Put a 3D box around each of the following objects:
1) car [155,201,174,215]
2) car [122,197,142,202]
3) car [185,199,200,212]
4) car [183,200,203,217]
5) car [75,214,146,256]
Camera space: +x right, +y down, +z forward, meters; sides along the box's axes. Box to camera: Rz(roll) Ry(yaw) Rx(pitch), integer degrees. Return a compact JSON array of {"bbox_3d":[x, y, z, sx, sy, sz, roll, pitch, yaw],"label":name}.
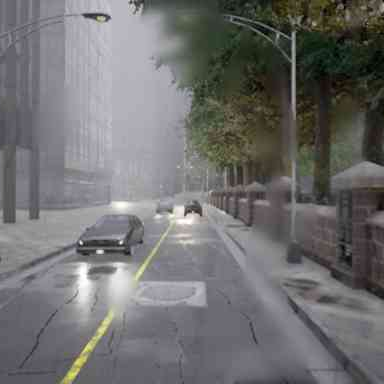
[{"bbox_3d":[-3.083,1.785,38.452,1.812,1.442,4.674,0,0,0],"label":"car"},{"bbox_3d":[-14.895,1.914,82.666,4.829,1.417,1.752,1,-1,0],"label":"car"},{"bbox_3d":[0.110,1.773,44.615,1.882,1.535,5.008,0,0,0],"label":"car"},{"bbox_3d":[0.111,1.739,34.619,1.837,1.490,4.892,0,-1,0],"label":"car"},{"bbox_3d":[-3.096,1.642,13.853,2.033,1.411,5.357,0,0,0],"label":"car"}]
